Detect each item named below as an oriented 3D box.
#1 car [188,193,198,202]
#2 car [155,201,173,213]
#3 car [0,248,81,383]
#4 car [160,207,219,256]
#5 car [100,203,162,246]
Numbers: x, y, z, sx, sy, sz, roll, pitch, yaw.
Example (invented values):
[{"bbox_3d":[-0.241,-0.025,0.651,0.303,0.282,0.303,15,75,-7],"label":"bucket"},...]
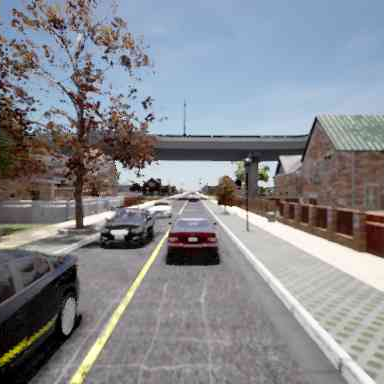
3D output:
[{"bbox_3d":[0.197,1.406,71.820,1.895,1.301,4.718,0,0,0],"label":"car"},{"bbox_3d":[-2.677,1.504,29.627,1.812,1.442,4.674,0,0,0],"label":"car"},{"bbox_3d":[-2.844,1.472,3.712,1.882,1.535,5.008,0,0,0],"label":"car"},{"bbox_3d":[0.031,1.544,12.993,2.033,1.411,5.357,0,0,0],"label":"car"},{"bbox_3d":[-2.798,1.482,15.274,2.128,1.511,4.902,0,0,0],"label":"car"}]
